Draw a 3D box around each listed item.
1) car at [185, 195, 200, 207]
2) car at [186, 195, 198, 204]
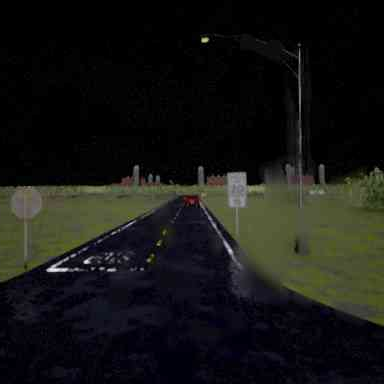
[{"bbox_3d":[0.031,1.144,44.316,1.882,1.535,5.008,-1,0,0],"label":"car"},{"bbox_3d":[0.043,1.184,54.767,1.895,1.301,4.718,-1,0,0],"label":"car"}]
